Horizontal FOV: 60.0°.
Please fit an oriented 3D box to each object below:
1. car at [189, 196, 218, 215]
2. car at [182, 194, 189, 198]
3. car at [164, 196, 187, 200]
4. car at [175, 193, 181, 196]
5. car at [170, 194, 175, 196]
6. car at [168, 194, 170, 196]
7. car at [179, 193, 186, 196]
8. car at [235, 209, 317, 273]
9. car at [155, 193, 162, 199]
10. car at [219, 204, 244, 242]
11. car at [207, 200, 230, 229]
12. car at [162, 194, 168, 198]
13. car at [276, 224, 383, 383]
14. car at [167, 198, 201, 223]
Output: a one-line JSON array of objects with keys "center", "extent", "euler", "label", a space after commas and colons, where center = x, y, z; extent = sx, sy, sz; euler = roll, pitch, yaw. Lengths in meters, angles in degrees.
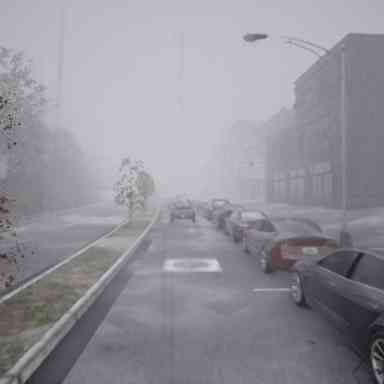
[{"center": [1.257, 1.469, 38.394], "extent": [2.231, 1.521, 4.892], "euler": [0, 0, -5], "label": "car"}, {"center": [0.109, 1.451, 49.465], "extent": [2.097, 1.535, 5.008], "euler": [0, 0, -6], "label": "car"}, {"center": [-2.175, 1.539, 42.650], "extent": [1.994, 1.385, 4.181], "euler": [0, 0, -6], "label": "car"}, {"center": [-1.402, 1.415, 60.682], "extent": [1.946, 1.575, 5.366], "euler": [0, 0, -8], "label": "car"}, {"center": [-2.275, 1.143, 66.020], "extent": [2.435, 2.045, 5.566], "euler": [0, 0, -9], "label": "car"}, {"center": [-3.247, 1.366, 71.484], "extent": [2.231, 1.521, 4.892], "euler": [0, 0, -10], "label": "car"}, {"center": [-0.608, 1.434, 55.174], "extent": [1.946, 1.575, 5.366], "euler": [0, 0, -7], "label": "car"}, {"center": [2.900, 1.514, 10.669], "extent": [2.163, 1.488, 4.792], "euler": [0, 0, -1], "label": "car"}, {"center": [-8.300, 1.206, 93.244], "extent": [1.946, 1.575, 5.366], "euler": [0, 0, -15], "label": "car"}, {"center": [2.713, 1.525, 16.195], "extent": [2.002, 1.452, 4.674], "euler": [0, 0, -2], "label": "car"}, {"center": [2.470, 1.513, 21.793], "extent": [2.163, 1.488, 4.792], "euler": [0, 0, -2], "label": "car"}, {"center": [-5.602, 1.286, 82.561], "extent": [1.946, 1.575, 5.366], "euler": [0, 0, -12], "label": "car"}, {"center": [3.020, 1.513, 4.985], "extent": [2.163, 1.488, 4.792], "euler": [0, 0, 0], "label": "car"}, {"center": [-0.772, 1.487, 25.694], "extent": [2.128, 1.511, 4.902], "euler": [0, 0, -3], "label": "car"}]
